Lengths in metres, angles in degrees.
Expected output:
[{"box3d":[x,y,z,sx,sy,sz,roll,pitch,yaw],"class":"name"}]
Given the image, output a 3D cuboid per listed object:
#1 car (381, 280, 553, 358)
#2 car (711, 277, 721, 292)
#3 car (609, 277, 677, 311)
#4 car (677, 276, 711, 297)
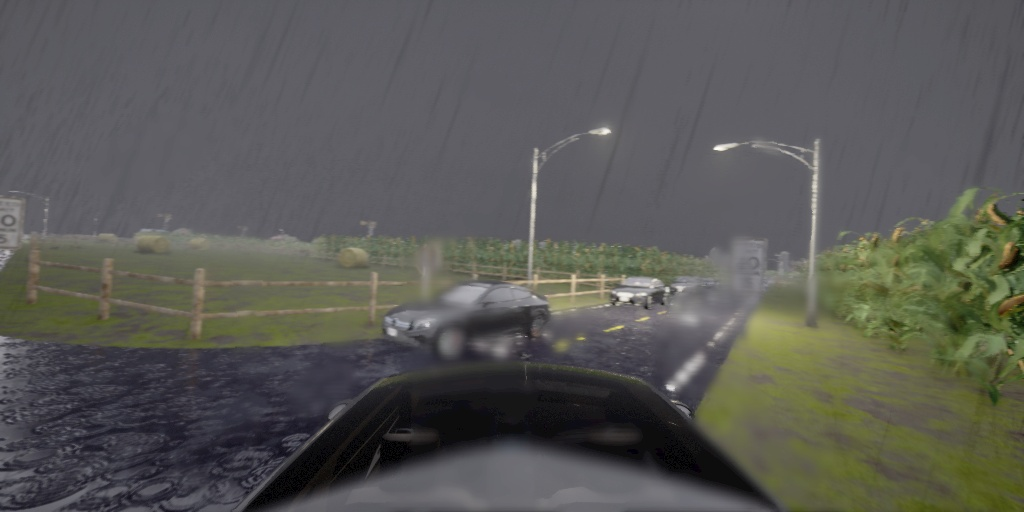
[{"box3d":[-0.805,1.333,8.776,1.812,1.442,4.674,2,-1,41],"class":"car"},{"box3d":[19.847,2.845,36.257,1.994,1.385,4.181,2,-1,37],"class":"car"},{"box3d":[6.616,1.829,18.403,2.128,1.511,4.902,2,-1,36],"class":"car"},{"box3d":[13.806,2.344,28.130,2.128,1.511,4.902,2,-1,37],"class":"car"}]
